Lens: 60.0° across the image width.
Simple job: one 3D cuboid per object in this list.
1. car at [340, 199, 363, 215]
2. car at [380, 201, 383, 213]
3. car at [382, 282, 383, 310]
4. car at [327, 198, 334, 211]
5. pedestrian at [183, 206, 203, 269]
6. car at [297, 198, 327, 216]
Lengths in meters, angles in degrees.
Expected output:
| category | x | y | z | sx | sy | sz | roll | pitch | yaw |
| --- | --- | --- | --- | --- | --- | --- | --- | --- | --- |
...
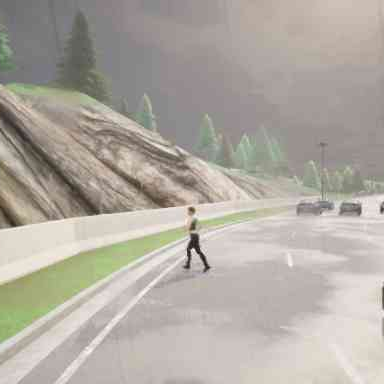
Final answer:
| category | x | y | z | sx | sy | sz | roll | pitch | yaw |
| --- | --- | --- | --- | --- | --- | --- | --- | --- | --- |
| car | 16.318 | 1.492 | 34.021 | 2.128 | 1.511 | 4.902 | 0 | 0 | 30 |
| car | 21.658 | 1.601 | 36.405 | 1.895 | 1.301 | 4.718 | 0 | 0 | 29 |
| car | 4.177 | 1.351 | 3.854 | 2.097 | 1.767 | 4.553 | 0 | 0 | 5 |
| car | 16.616 | 1.492 | 41.737 | 2.128 | 1.511 | 4.902 | 0 | 0 | 29 |
| pedestrian | 0.033 | 1.294 | 9.410 | 0.375 | 1.860 | 0.375 | 0 | 0 | 12 |
| car | 11.645 | 1.492 | 32.830 | 2.128 | 1.511 | 4.902 | 0 | 0 | 29 |
